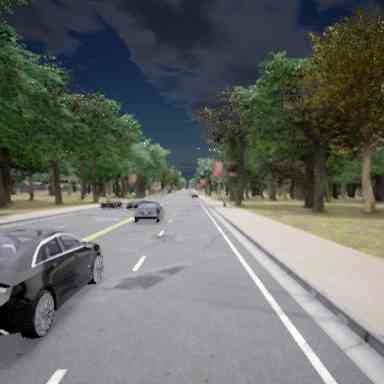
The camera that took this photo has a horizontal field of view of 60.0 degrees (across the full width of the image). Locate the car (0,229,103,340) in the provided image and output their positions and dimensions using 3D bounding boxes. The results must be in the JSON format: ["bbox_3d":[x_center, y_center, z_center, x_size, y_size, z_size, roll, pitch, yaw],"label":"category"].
[{"bbox_3d":[-3.149,1.468,6.475,2.128,1.511,4.902,0,0,0],"label":"car"}]

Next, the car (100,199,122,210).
[{"bbox_3d":[-9.841,1.484,40.882,1.895,1.301,4.718,0,0,0],"label":"car"}]

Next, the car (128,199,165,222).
[{"bbox_3d":[-3.148,1.468,25.141,2.033,1.411,5.357,0,0,0],"label":"car"}]

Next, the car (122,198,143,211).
[{"bbox_3d":[-6.590,1.433,39.908,2.033,1.411,5.357,0,0,0],"label":"car"}]
